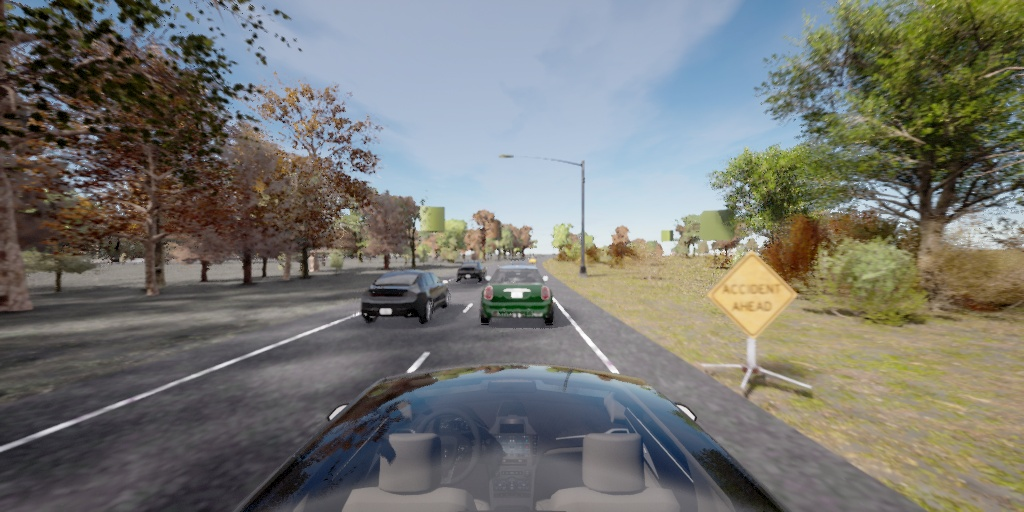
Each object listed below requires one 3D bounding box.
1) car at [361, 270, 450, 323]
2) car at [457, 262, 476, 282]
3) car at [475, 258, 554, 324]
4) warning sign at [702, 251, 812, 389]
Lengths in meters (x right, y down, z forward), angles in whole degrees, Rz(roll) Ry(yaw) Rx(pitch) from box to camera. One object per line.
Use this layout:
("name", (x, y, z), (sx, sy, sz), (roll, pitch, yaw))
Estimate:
("car", (-3.334, 1.215, 11.998), (1.837, 1.490, 4.892), (0, 0, 1))
("car", (-3.008, 1.158, 27.528), (1.837, 1.490, 4.892), (0, 0, 2))
("car", (0.166, 1.065, 11.916), (2.097, 1.767, 4.553), (0, 0, 1))
("warning sign", (3.557, 0.854, 5.327), (1.300, 1.860, 1.060), (0, 0, 0))
